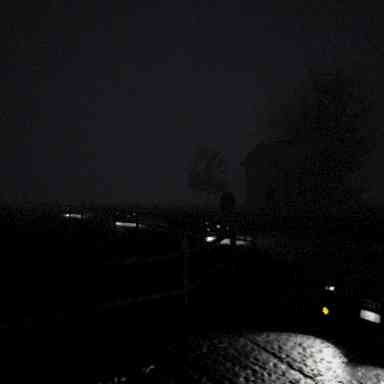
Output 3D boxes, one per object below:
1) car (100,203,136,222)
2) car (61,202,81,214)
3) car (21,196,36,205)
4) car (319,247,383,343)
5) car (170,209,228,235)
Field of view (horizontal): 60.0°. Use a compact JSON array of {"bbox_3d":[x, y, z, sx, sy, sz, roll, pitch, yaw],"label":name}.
[{"bbox_3d":[-6.755,1.816,29.914,1.837,1.490,4.892,1,-1,-36],"label":"car"},{"bbox_3d":[-15.228,1.970,41.651,1.812,1.442,4.674,1,-1,-36],"label":"car"},{"bbox_3d":[-37.840,2.336,77.663,1.837,1.490,4.892,1,-1,-36],"label":"car"},{"bbox_3d":[4.167,1.606,5.909,4.181,1.385,1.994,0,0,-35],"label":"car"},{"bbox_3d":[0.296,1.765,20.172,1.994,1.385,4.181,1,-1,-36],"label":"car"}]
